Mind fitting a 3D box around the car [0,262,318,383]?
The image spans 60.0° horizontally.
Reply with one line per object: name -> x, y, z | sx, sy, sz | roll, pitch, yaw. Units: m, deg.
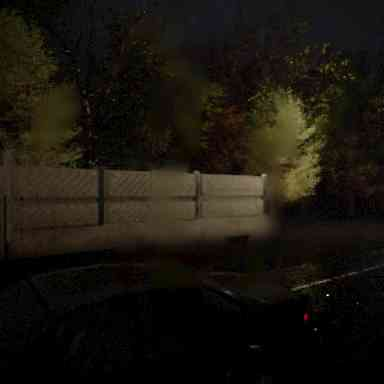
car -> -0.993, 1.527, 3.275 | 5.357, 1.411, 2.033 | 0, 1, -36
